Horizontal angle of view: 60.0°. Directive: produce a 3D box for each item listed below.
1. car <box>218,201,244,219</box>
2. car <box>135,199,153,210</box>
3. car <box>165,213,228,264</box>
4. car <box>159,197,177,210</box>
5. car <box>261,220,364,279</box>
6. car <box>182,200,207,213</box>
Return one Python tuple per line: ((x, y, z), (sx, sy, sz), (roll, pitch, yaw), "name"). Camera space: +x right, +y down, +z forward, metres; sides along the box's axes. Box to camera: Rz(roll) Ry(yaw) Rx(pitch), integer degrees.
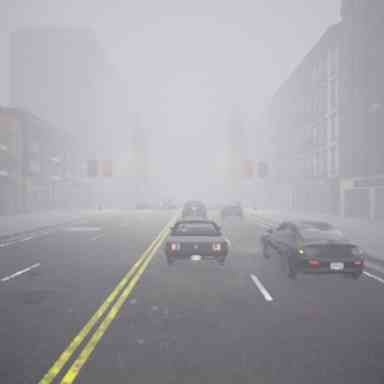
((3.440, 1.589, 29.771), (2.128, 1.511, 4.902), (0, 0, 0), "car")
((-6.442, 1.698, 45.267), (1.994, 1.385, 4.181), (0, 0, 0), "car")
((0.131, 1.640, 11.953), (1.895, 1.301, 4.718), (0, 0, 0), "car")
((-3.195, 1.486, 44.621), (2.097, 1.767, 4.553), (0, 0, 0), "car")
((3.365, 1.561, 10.025), (1.812, 1.442, 4.674), (0, 0, 0), "car")
((0.190, 1.446, 29.561), (2.097, 1.767, 4.553), (0, 0, 0), "car")
